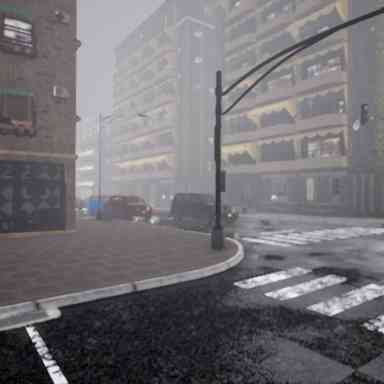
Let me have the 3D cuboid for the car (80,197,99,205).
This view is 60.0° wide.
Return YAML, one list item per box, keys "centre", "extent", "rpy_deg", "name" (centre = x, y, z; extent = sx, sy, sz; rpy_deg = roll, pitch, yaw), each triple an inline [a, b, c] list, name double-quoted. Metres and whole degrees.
- centre: [-17.840, 1.594, 57.748]
  extent: [1.802, 1.307, 4.206]
  rpy_deg: [0, 0, -35]
  name: "car"

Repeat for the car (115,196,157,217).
- centre: [-5.249, 1.219, 30.648]
  extent: [2.097, 1.767, 4.553]
  rpy_deg: [0, 0, -35]
  name: "car"

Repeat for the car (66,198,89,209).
- centre: [-15.700, 1.497, 45.459]
  extent: [1.994, 1.385, 4.181]
  rpy_deg: [0, -1, -35]
  name: "car"

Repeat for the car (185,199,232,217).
- centre: [1.416, 1.414, 30.601]
  extent: [1.752, 1.417, 4.829]
  rpy_deg: [0, 0, -35]
  name: "car"

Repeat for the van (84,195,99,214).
- centre: [-8.138, 1.197, 30.450]
  extent: [1.690, 1.788, 3.998]
  rpy_deg: [0, 0, -35]
  name: "van"

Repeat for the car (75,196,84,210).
- centre: [-14.589, 1.210, 39.546]
  extent: [2.192, 1.841, 5.009]
  rpy_deg: [0, 0, -35]
  name: "car"

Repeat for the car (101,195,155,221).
- centre: [-4.912, 1.152, 25.902]
  extent: [2.192, 1.841, 5.009]
  rpy_deg: [0, 0, -35]
  name: "car"

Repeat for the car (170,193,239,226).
- centre: [0.675, 1.056, 22.284]
  extent: [2.150, 2.045, 5.566]
  rpy_deg: [0, 0, -36]
  name: "car"
